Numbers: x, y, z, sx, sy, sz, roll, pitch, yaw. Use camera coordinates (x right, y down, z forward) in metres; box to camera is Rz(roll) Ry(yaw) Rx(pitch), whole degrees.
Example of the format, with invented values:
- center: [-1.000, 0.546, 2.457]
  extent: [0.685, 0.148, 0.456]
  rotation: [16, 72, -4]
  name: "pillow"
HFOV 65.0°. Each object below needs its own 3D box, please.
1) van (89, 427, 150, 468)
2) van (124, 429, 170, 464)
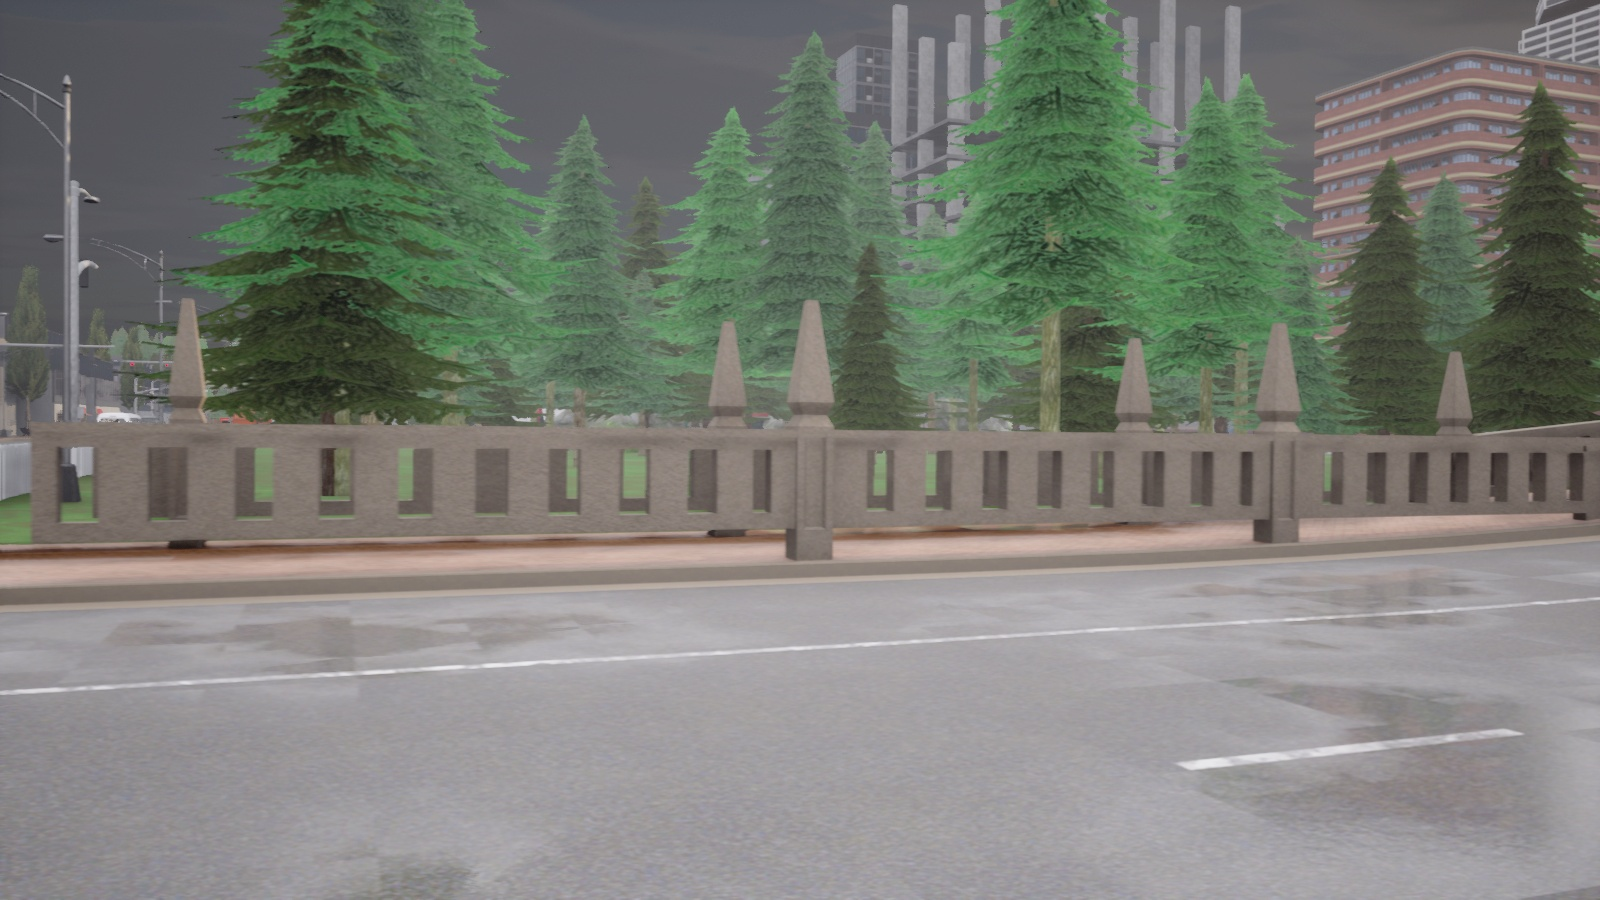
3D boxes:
- center: [-35.658, -0.156, 65.880]
  extent: [2.069, 2.038, 4.480]
  rotation: [-1, 1, -19]
  name: "van"
- center: [-38.528, -0.231, 74.205]
  extent: [1.775, 1.987, 4.442]
  rotation: [-1, 1, -19]
  name: "van"
